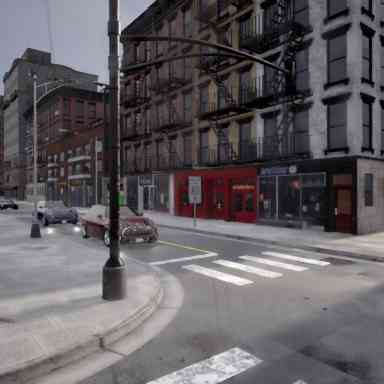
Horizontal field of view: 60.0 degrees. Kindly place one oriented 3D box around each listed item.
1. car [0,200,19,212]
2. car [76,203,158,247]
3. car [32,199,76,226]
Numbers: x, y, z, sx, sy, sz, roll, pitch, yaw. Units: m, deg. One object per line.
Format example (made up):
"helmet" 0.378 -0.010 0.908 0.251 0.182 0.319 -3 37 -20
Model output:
"car" -21.470 1.532 38.576 1.895 1.301 4.718 0 0 -37
"car" -3.392 1.335 15.104 2.097 1.767 4.553 0 0 -35
"car" -9.528 1.318 23.039 2.097 1.767 4.553 0 0 -37
